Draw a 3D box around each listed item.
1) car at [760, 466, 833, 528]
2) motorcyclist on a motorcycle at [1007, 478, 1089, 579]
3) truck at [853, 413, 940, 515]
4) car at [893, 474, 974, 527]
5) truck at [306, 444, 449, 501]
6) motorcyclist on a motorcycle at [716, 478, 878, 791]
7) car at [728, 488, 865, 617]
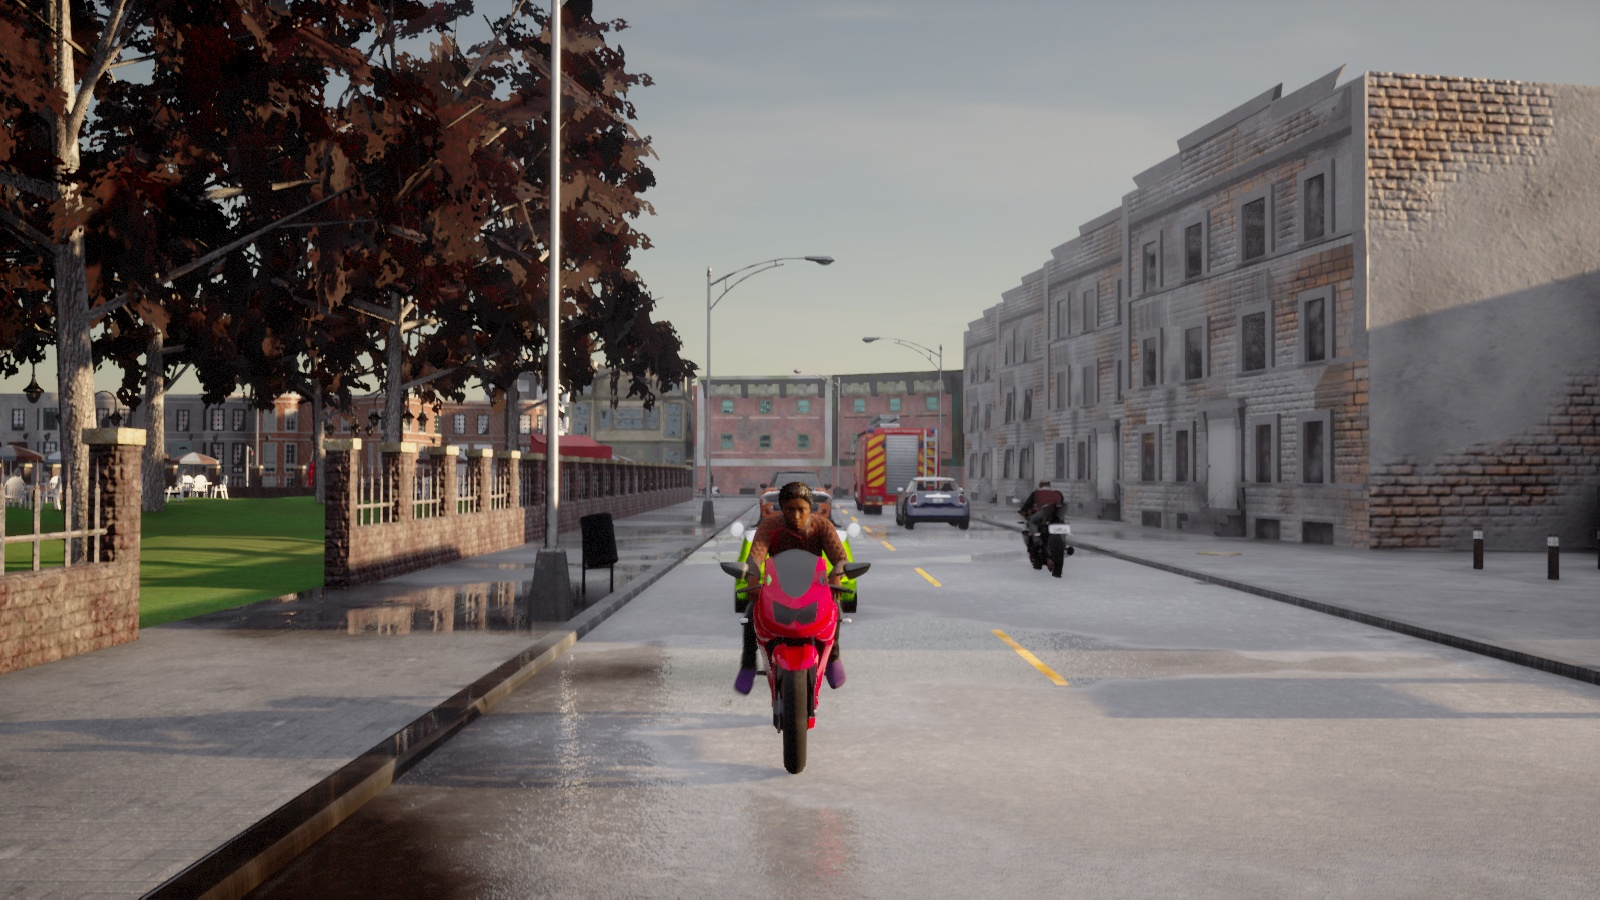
[{"bbox_3d":[-0.121,1.400,38.510,2.097,1.767,4.553,0,-1,0],"label":"car"},{"bbox_3d":[3.948,1.216,20.178,0.866,1.530,2.191,0,-1,0],"label":"motorcyclist on a motorcycle"},{"bbox_3d":[3.824,0.608,51.714,2.891,3.827,8.468,0,-1,0],"label":"truck"},{"bbox_3d":[3.885,1.466,37.194,1.970,1.475,3.806,0,-1,0],"label":"car"},{"bbox_3d":[-26.325,1.414,78.481,7.936,3.462,2.891,0,-1,0],"label":"truck"},{"bbox_3d":[-0.019,0.936,7.241,0.797,1.523,2.044,0,-1,0],"label":"motorcyclist on a motorcycle"},{"bbox_3d":[-0.038,1.149,14.728,1.481,1.376,2.207,0,-1,0],"label":"car"}]
